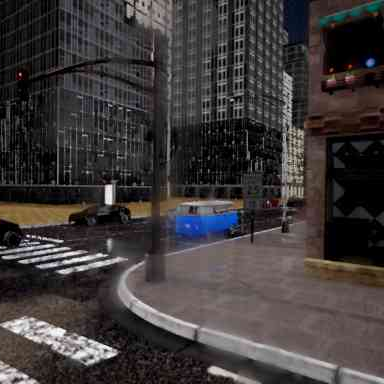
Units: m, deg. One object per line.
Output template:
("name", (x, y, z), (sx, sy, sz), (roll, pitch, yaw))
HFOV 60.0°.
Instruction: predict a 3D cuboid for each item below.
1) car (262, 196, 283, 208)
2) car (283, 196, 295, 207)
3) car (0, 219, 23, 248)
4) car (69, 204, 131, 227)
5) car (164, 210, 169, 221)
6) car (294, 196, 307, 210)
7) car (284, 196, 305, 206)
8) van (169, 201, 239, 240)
("car", (10.135, 1.289, 44.380), (1.967, 1.590, 4.097), (1, 1, 36))
("car", (13.702, 1.451, 44.822), (1.994, 1.385, 4.181), (1, 1, 36))
("car", (-8.438, 1.535, 12.206), (1.994, 1.385, 4.181), (1, 1, 22))
("car", (-5.933, 1.463, 21.864), (1.947, 1.339, 4.313), (1, 1, 36))
("car", (-0.131, 1.450, 25.535), (1.812, 1.442, 4.674), (1, 1, 36))
("car", (14.489, 1.443, 40.515), (1.837, 1.490, 4.892), (1, 1, 36))
("car", (16.463, 1.360, 53.250), (1.752, 1.417, 4.829), (1, 1, 36))
("van", (0.891, 1.366, 16.993), (1.690, 1.788, 3.998), (1, 1, 36))
